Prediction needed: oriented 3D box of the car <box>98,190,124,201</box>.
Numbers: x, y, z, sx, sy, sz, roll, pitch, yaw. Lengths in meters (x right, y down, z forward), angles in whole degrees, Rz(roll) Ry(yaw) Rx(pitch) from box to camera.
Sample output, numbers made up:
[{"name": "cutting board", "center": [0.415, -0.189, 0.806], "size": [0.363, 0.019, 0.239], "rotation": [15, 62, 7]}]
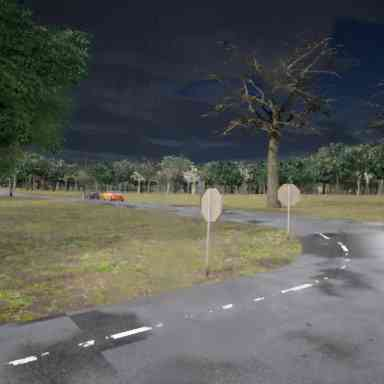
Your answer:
[{"name": "car", "center": [-12.404, 0.530, 52.096], "size": [2.097, 1.767, 4.553], "rotation": [2, -1, -35]}]

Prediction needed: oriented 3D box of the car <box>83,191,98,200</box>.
[{"name": "car", "center": [-18.173, 0.636, 60.085], "size": [1.837, 1.490, 4.892], "rotation": [2, -1, -36]}]
